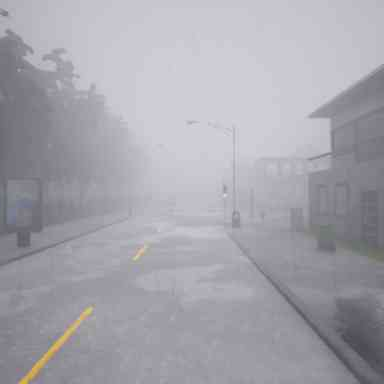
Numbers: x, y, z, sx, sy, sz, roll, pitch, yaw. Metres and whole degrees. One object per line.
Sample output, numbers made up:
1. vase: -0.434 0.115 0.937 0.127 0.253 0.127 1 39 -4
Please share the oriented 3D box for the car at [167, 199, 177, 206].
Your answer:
1. car: -4.003 2.126 67.871 1.882 1.535 5.008 0 -1 0
